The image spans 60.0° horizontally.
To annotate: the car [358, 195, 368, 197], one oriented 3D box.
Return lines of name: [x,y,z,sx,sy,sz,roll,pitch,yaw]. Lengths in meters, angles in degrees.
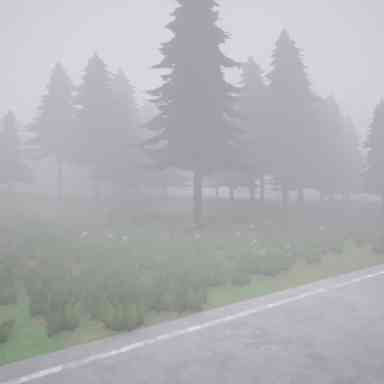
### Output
car: [33.485,1.314,65.592,3.988,1.617,1.851,0,0,-36]
